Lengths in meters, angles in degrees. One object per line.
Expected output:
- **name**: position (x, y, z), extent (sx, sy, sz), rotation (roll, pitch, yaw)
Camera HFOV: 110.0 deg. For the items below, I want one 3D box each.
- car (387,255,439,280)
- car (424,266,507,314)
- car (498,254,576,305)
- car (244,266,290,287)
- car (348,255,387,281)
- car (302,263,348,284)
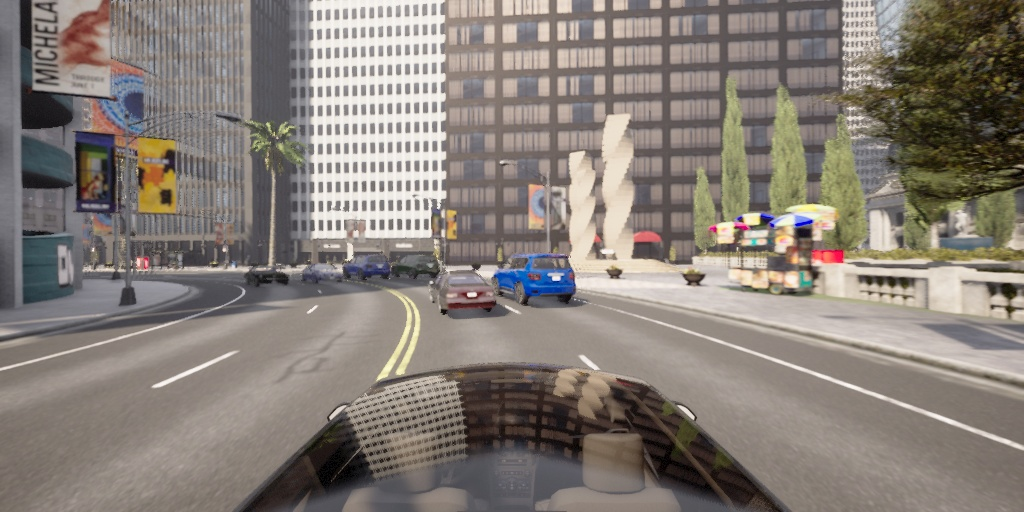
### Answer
- **car**: position (-8.452, 0.925, 31.200), extent (2.150, 2.045, 5.566), rotation (0, 0, -42)
- **car**: position (-2.046, 1.270, 13.790), extent (2.033, 1.411, 5.357), rotation (0, 0, -18)
- **car**: position (0.783, 0.922, 15.945), extent (2.150, 2.045, 5.566), rotation (0, 0, -19)
- **car**: position (-16.921, 1.372, 24.756), extent (4.718, 1.301, 1.895), rotation (0, 0, 45)
- **car**: position (-12.286, 0.950, 30.175), extent (2.150, 2.045, 5.566), rotation (0, 0, -45)
- **car**: position (-14.262, 1.276, 26.865), extent (1.812, 1.442, 4.674), rotation (0, 0, -45)
